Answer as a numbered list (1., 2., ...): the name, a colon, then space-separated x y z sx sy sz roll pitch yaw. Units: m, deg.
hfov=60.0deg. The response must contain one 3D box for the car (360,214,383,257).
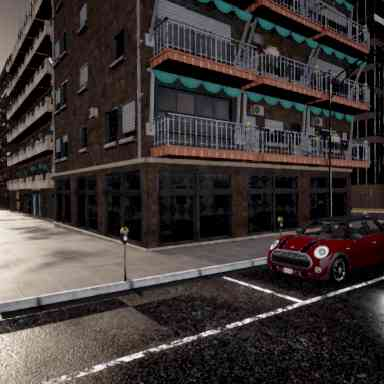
1. car: 8.500 1.542 12.666 4.507 1.381 1.887 0 -1 -36

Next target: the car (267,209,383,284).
1. car: 4.009 1.438 9.450 4.097 1.590 1.967 0 -1 -36
